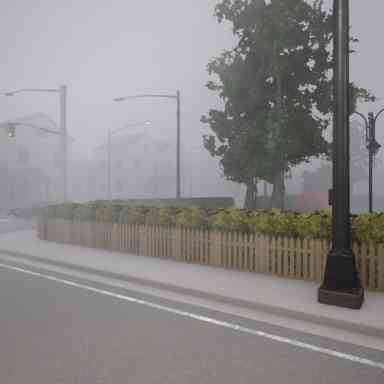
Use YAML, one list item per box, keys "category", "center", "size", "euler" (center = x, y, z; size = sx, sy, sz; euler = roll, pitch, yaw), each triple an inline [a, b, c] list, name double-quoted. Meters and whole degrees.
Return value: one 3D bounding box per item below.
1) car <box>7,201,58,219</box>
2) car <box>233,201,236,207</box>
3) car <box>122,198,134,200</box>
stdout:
- category: "car"
  center: [-13.259, 1.547, 29.458]
  size: [2.033, 1.411, 5.357]
  euler: [0, 0, 35]
- category: "car"
  center: [4.909, 1.564, 49.111]
  size: [1.994, 1.385, 4.181]
  euler: [0, 0, 35]
- category: "car"
  center: [-7.317, 1.491, 38.004]
  size: [2.128, 1.511, 4.902]
  euler: [0, 0, 35]
